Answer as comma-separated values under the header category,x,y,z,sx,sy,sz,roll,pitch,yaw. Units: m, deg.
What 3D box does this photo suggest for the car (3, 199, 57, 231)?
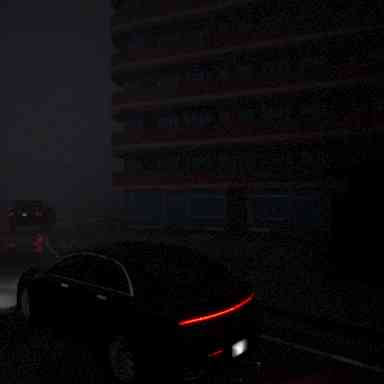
category,x,y,z,sx,sy,sz,roll,pitch,yaw
car,-11.094,1.558,23.469,2.150,2.045,5.566,-1,0,-13

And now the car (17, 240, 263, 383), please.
category,x,y,z,sx,sy,sz,roll,pitch,yaw
car,-1.216,1.570,5.455,4.892,1.490,1.837,-2,-1,43

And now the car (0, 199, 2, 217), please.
category,x,y,z,sx,sy,sz,roll,pitch,yaw
car,-19.029,1.704,31.122,2.150,2.045,5.566,-1,-1,0
